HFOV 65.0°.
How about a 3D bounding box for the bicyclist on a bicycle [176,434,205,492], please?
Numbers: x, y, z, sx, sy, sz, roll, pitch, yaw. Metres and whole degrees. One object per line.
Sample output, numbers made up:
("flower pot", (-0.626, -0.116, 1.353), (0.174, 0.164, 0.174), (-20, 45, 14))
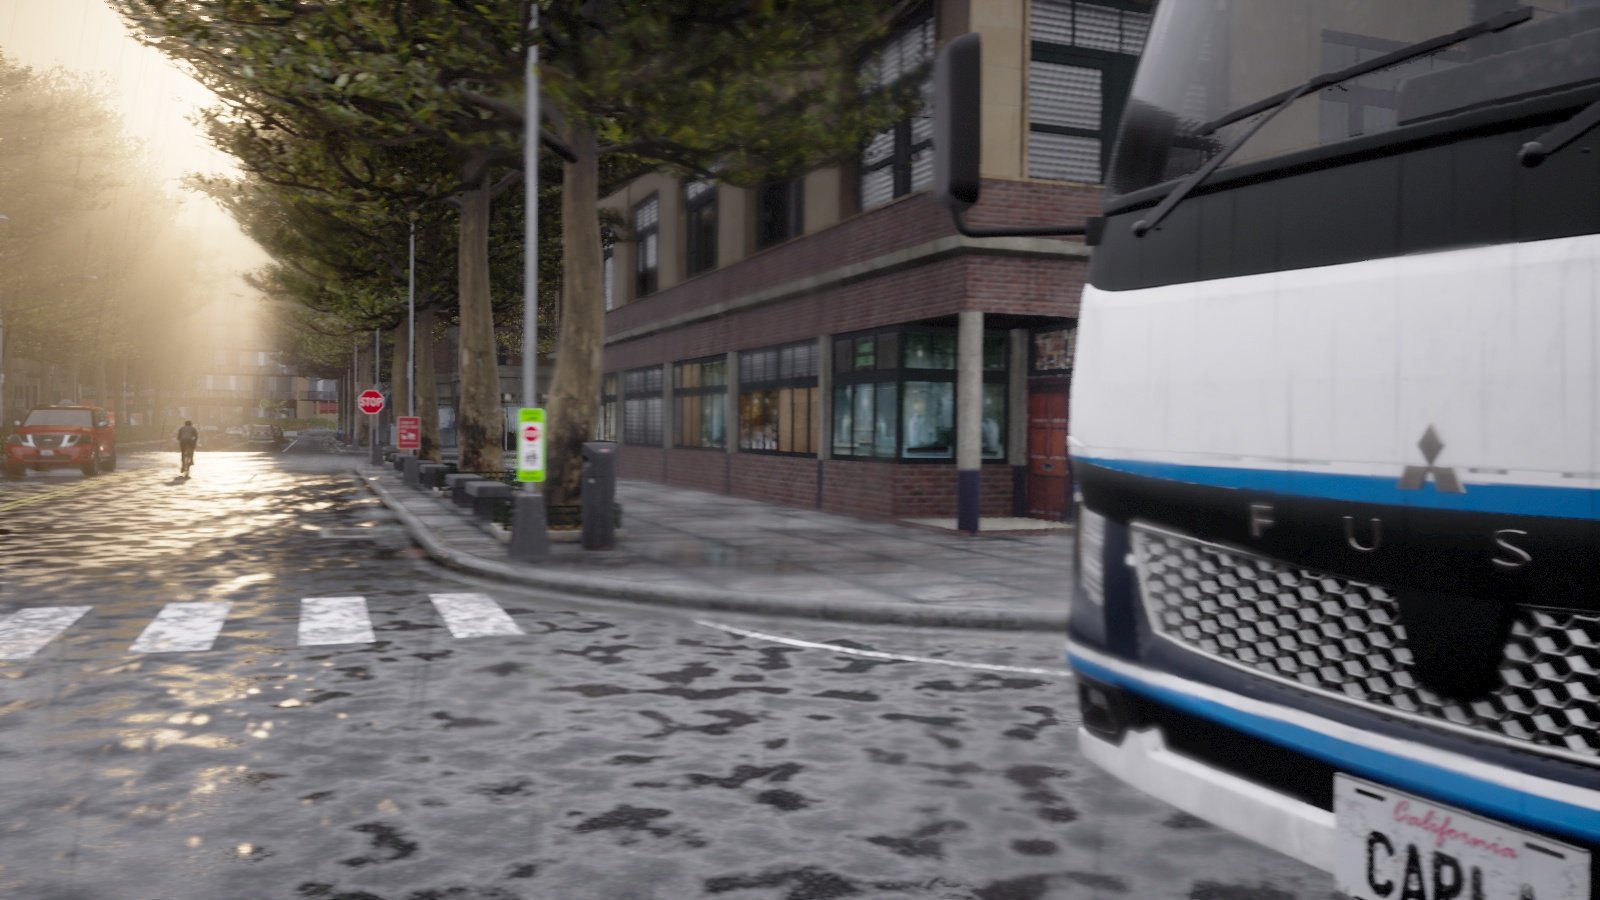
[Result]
("bicyclist on a bicycle", (-17.574, 0.351, 36.243), (0.582, 1.620, 1.656), (-1, 1, -21))

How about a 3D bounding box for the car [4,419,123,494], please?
("car", (-21.755, 0.145, 37.344), (2.150, 2.045, 5.566), (-1, 1, -21))

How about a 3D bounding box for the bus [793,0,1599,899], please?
("bus", (5.466, -0.717, 4.844), (10.273, 4.253, 3.944), (-2, 2, -27))

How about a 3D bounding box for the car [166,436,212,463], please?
("car", (-35.674, -0.064, 73.399), (2.007, 1.525, 4.514), (-1, 1, -21))

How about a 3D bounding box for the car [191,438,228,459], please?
("car", (-41.194, -0.120, 87.700), (1.994, 1.385, 4.181), (-1, 1, -21))

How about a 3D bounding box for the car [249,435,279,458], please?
("car", (-37.592, -0.250, 88.080), (1.789, 1.549, 3.705), (-1, 1, -21))
